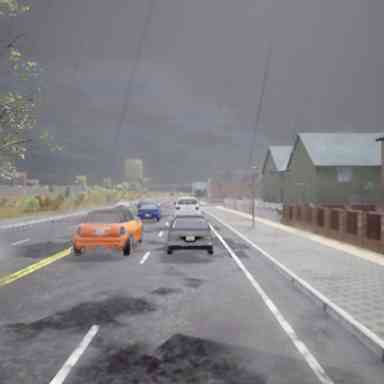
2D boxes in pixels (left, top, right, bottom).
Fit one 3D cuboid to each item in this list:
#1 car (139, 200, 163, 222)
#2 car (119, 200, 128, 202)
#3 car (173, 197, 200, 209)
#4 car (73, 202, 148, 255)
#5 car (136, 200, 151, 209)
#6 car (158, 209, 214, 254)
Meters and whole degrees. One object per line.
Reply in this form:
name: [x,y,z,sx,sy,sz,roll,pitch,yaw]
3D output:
car: [-3.688,1.758,29.569,1.882,1.535,5.008,0,0,-2]
car: [-11.371,2.048,55.194,1.812,1.442,4.674,0,-1,-3]
car: [-0.429,1.491,29.223,2.150,2.045,5.566,0,0,-2]
car: [-3.338,1.485,14.133,2.097,1.767,4.553,0,-1,-1]
car: [-8.145,2.069,55.783,2.033,1.411,5.357,0,-1,-3]
car: [-0.089,1.680,14.094,2.033,1.411,5.357,0,-1,-1]
